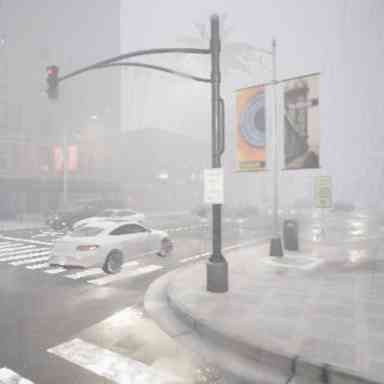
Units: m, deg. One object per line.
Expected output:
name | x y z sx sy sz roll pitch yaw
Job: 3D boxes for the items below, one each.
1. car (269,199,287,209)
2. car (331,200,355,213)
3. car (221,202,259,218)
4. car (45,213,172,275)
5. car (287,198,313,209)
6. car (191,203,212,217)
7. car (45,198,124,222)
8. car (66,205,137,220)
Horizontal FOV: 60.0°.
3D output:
car | 13.417 1.793 50.600 1.882 1.535 5.008 -1 -1 35
car | 18.357 1.712 40.513 1.812 1.442 4.674 -1 -1 35
car | 5.119 1.747 33.359 1.812 1.442 4.674 -1 0 35
car | -2.436 1.636 10.927 1.812 1.442 4.674 -2 -1 26
car | 16.100 1.673 48.767 2.097 1.767 4.553 -1 -1 35
car | 1.854 1.730 34.368 1.882 1.535 5.008 -1 0 35
car | -6.796 1.446 22.104 2.150 2.045 5.566 -1 -1 36
car | -4.643 1.716 19.514 1.812 1.442 4.674 -1 0 35
